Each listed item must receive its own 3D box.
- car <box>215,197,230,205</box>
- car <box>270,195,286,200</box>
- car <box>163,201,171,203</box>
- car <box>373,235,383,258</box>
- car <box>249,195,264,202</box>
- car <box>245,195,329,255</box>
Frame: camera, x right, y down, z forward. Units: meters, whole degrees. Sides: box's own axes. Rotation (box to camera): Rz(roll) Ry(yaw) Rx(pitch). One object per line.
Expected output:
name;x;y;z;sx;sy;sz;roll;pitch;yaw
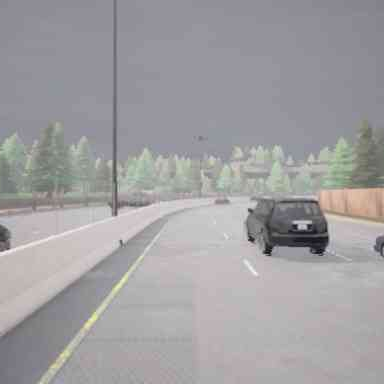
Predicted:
car;5.678;1.593;62.468;1.812;1.442;4.674;0;0;22
car;22.971;1.484;88.871;2.033;1.411;5.357;0;0;42
car;-3.771;1.581;51.809;1.812;1.442;4.674;0;0;14
car;7.095;1.557;8.884;2.033;1.411;5.357;0;0;0
car;15.288;1.478;78.591;1.837;1.490;4.892;0;0;33
car;3.593;1.236;13.501;2.150;2.045;5.566;0;0;0
